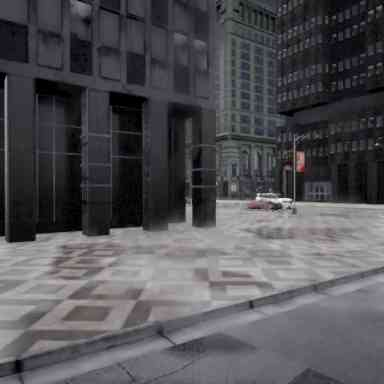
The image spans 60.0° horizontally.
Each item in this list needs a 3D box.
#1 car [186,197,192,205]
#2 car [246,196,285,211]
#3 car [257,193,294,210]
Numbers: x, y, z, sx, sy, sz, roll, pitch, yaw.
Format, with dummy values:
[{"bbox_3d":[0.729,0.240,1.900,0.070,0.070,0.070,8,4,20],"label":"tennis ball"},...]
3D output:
[{"bbox_3d":[-0.837,1.543,59.343,2.033,1.411,5.357,0,0,-34],"label":"car"},{"bbox_3d":[8.489,1.548,39.698,1.994,1.385,4.181,0,0,-34],"label":"car"},{"bbox_3d":[10.500,1.198,42.518,2.150,2.045,5.566,0,0,-34],"label":"car"}]
